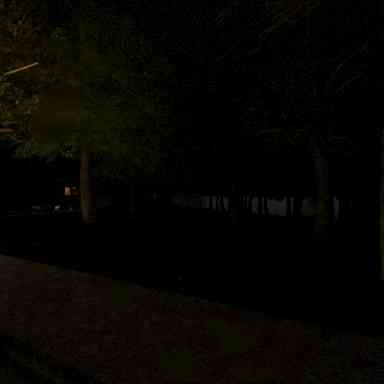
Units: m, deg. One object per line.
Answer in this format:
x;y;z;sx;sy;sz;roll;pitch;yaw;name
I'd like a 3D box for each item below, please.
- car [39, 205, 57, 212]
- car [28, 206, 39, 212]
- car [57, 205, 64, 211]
-33.375;3.887;77.202;1.837;1.490;4.892;0;-2;-9;car
-36.794;4.001;77.956;2.033;1.411;5.357;0;-2;-9;car
-35.087;4.239;87.486;2.128;1.511;4.902;0;-2;-9;car
